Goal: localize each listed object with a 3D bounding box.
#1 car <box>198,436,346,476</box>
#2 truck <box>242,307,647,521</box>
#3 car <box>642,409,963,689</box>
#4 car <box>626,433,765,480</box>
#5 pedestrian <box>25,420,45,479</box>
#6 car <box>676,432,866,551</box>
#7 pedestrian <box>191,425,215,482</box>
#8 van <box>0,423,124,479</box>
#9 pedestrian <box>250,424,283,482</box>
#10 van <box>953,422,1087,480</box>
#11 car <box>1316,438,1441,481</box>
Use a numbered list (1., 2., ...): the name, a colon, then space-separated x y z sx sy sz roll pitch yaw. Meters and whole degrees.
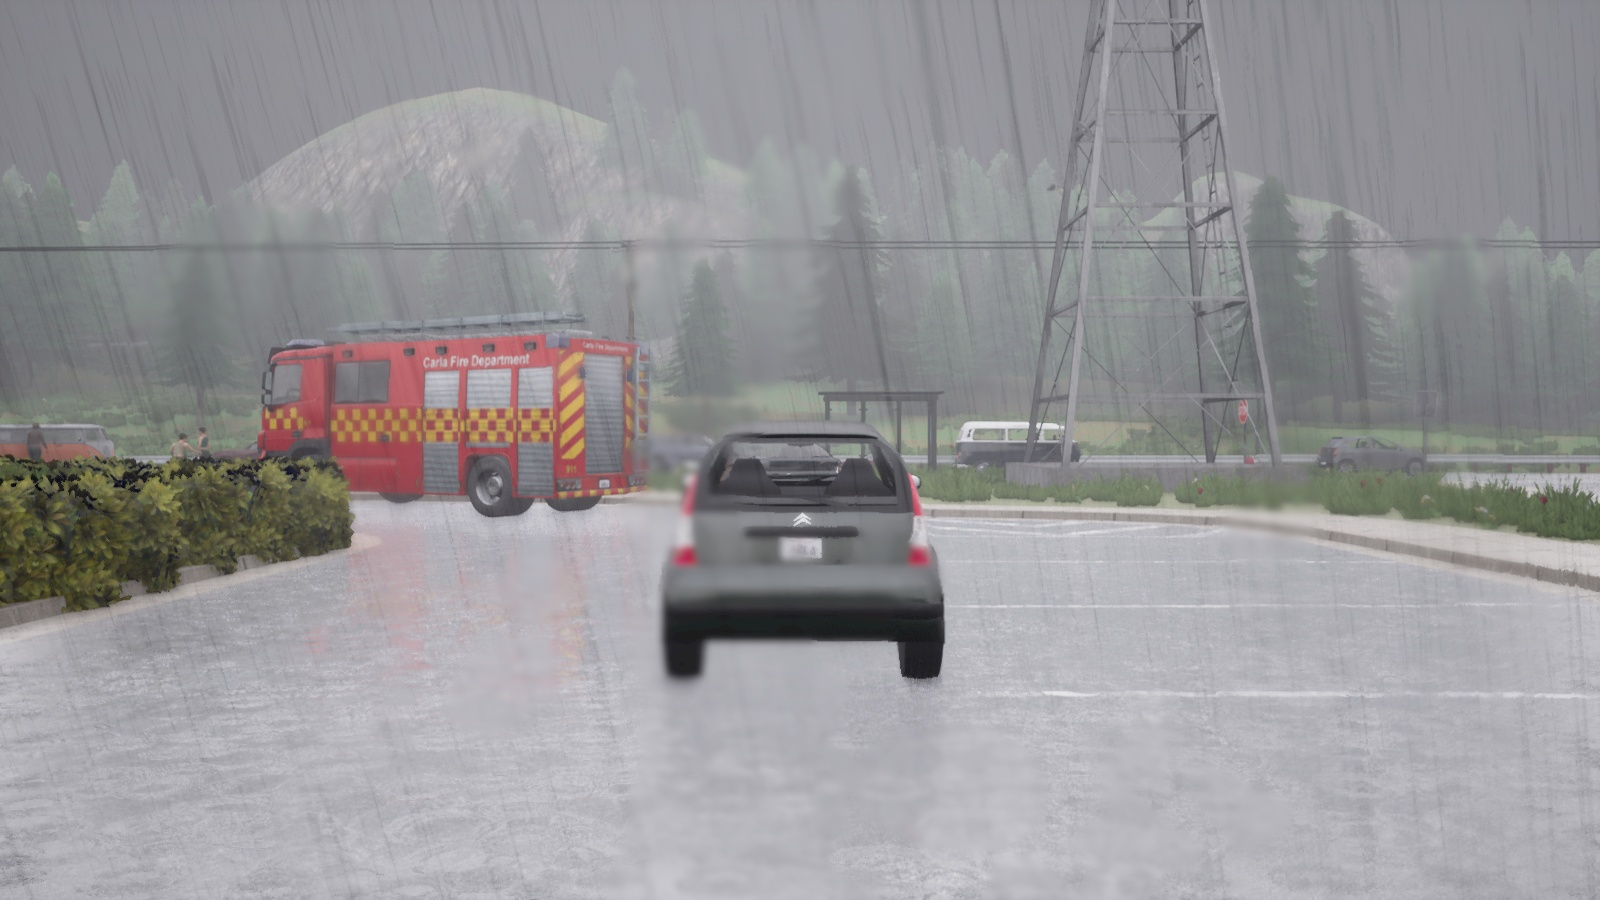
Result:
1. car: -20.569 0.219 49.054 5.008 1.535 1.882 0 1 1
2. truck: -7.428 -0.681 25.804 8.468 3.827 2.891 0 1 30
3. car: 0.012 0.553 9.241 1.851 1.617 3.988 0 1 0
4. car: -3.729 0.222 45.420 4.856 1.649 2.033 0 1 0
5. pedestrian: -24.155 -0.013 39.663 0.331 1.846 0.634 0 1 -11
6. car: -0.580 0.509 18.487 2.007 1.525 4.514 0 1 -12
7. pedestrian: -19.288 0.112 40.563 0.594 1.836 0.345 0 1 8
8. van: -27.066 0.026 45.370 4.442 1.987 1.775 0 1 7
9. pedestrian: -17.470 0.108 41.151 0.849 1.883 0.563 0 1 -4
10. van: 7.885 0.027 45.280 4.480 2.038 2.069 0 1 1
11. car: 20.751 0.330 45.160 3.633 1.501 1.845 0 1 1
